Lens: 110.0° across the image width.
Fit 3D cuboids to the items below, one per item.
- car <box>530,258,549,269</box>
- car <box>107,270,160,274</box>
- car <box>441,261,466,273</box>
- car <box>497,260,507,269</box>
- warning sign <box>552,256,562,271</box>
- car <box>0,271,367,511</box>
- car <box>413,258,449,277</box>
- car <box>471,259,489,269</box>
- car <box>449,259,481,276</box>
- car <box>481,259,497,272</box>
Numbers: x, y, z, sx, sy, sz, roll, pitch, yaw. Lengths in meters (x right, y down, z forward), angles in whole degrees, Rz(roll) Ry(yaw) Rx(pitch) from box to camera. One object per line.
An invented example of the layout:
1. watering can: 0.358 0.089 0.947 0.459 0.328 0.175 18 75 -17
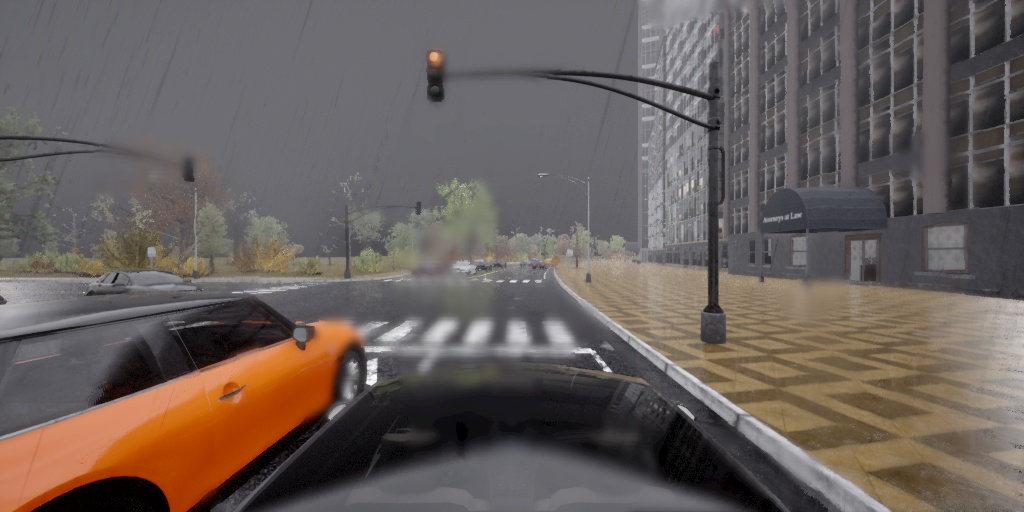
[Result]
1. car: 4.293 1.356 55.286 1.895 1.301 4.718 0 0 9
2. car: -13.675 1.283 13.389 4.892 1.490 1.837 -1 0 22
3. car: -7.192 1.348 44.528 1.895 1.301 4.718 0 0 7
4. car: -2.074 1.353 57.861 1.895 1.301 4.718 0 0 9
5. warning sign: 5.507 0.868 44.175 1.300 1.860 1.060 0 0 7
6. car: -3.101 1.102 3.255 2.097 1.767 4.553 0 0 0
7. car: -8.140 1.098 35.592 2.097 1.767 4.553 0 0 6
8. car: -5.247 1.276 58.543 1.812 1.442 4.674 0 0 9
9. car: -4.788 1.273 36.539 1.812 1.442 4.674 0 0 6
10. car: -3.686 1.350 46.491 1.895 1.301 4.718 0 0 7
